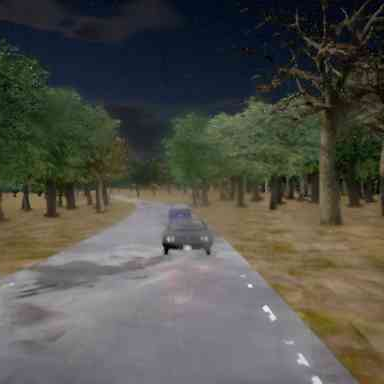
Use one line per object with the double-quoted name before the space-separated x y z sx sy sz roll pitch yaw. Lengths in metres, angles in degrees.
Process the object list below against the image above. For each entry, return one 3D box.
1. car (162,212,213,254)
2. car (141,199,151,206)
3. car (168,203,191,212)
"car" -0.232 1.738 14.158 1.895 1.301 4.718 0 -1 -2
"car" -9.712 2.213 70.226 1.895 1.301 4.718 0 0 -11
"car" -1.124 1.757 29.590 1.882 1.535 5.008 0 0 -4
